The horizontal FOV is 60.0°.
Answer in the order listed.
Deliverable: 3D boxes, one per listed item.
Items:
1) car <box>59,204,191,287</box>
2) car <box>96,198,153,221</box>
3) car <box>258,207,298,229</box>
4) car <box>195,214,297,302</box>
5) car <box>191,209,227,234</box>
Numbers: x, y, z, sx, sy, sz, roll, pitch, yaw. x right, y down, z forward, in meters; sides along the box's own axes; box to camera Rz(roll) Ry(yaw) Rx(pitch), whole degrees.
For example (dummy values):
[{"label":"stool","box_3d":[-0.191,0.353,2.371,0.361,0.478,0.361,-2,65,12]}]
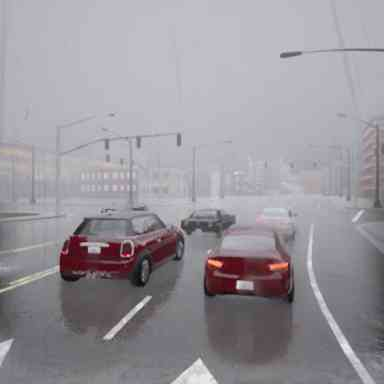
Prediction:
[{"label":"car","box_3d":[-1.711,1.336,9.641,2.097,1.767,4.553,0,0,14]},{"label":"car","box_3d":[-4.610,1.129,23.378,1.994,1.385,4.181,0,0,20]},{"label":"car","box_3d":[4.246,1.497,16.651,1.812,1.442,4.674,0,0,20]},{"label":"car","box_3d":[1.481,1.512,8.226,1.812,1.442,4.674,0,0,13]},{"label":"car","box_3d":[1.066,1.571,18.150,1.895,1.301,4.718,0,0,20]}]
